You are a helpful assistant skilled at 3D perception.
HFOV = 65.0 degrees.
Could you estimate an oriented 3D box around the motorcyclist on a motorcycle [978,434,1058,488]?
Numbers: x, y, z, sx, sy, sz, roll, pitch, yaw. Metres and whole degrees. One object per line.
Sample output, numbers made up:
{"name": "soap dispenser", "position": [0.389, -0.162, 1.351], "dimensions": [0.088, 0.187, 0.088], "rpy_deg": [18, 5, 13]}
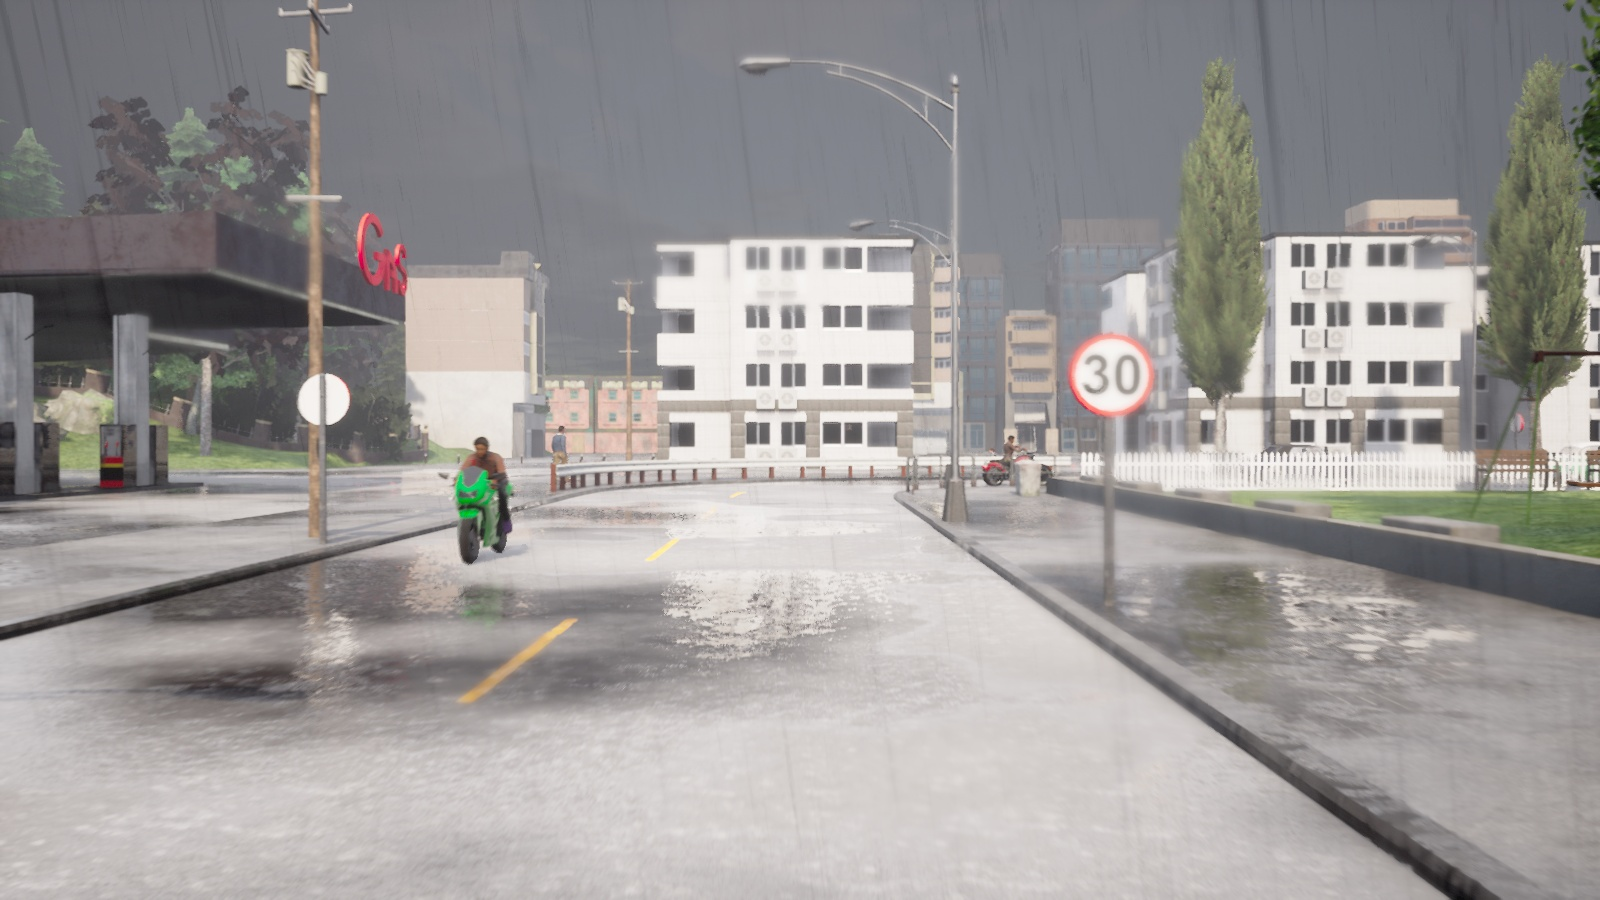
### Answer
{"name": "motorcyclist on a motorcycle", "position": [6.766, 0.338, 38.989], "dimensions": [2.350, 1.649, 0.766], "rpy_deg": [0, 0, -18]}

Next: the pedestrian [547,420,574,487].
{"name": "pedestrian", "position": [-7.118, 0.101, 37.326], "dimensions": [0.423, 1.949, 0.788], "rpy_deg": [0, 1, 26]}

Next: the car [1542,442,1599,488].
{"name": "car", "position": [24.746, 0.453, 39.247], "dimensions": [2.207, 1.376, 1.481], "rpy_deg": [0, 1, 0]}

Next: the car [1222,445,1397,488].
{"name": "car", "position": [15.892, 0.491, 39.338], "dimensions": [4.718, 1.301, 1.895], "rpy_deg": [0, 1, 1]}

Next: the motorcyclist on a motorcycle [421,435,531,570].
{"name": "motorcyclist on a motorcycle", "position": [-3.898, 0.581, 15.294], "dimensions": [0.797, 1.523, 2.044], "rpy_deg": [0, 1, 0]}
